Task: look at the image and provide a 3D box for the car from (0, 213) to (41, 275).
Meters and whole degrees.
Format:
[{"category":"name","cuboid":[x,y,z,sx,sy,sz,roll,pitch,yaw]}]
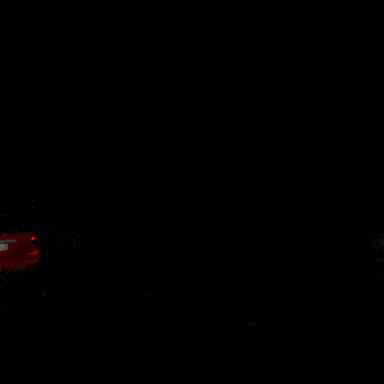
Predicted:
[{"category":"car","cuboid":[-6.145,1.320,9.163,4.553,1.767,2.097,0,0,38]}]
